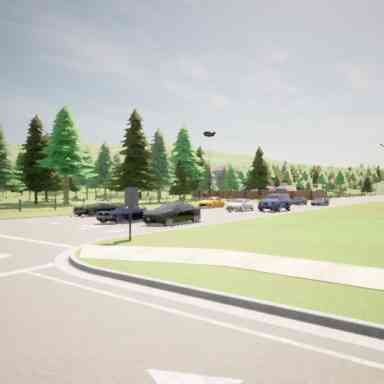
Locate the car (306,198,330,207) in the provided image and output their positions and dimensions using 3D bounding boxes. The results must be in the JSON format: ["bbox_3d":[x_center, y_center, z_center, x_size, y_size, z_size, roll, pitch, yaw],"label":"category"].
[{"bbox_3d":[20.312,1.610,52.456,2.033,1.411,5.357,0,0,36],"label":"car"}]

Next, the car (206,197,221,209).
[{"bbox_3d":[2.897,1.468,46.632,1.882,1.535,5.008,0,0,36],"label":"car"}]

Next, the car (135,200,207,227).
[{"bbox_3d":[-1.295,1.472,23.194,1.882,1.535,5.008,0,0,36],"label":"car"}]

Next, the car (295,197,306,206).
[{"bbox_3d":[17.489,1.533,54.525,1.837,1.490,4.892,0,0,36],"label":"car"}]

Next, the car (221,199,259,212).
[{"bbox_3d":[5.603,1.519,38.478,1.812,1.442,4.674,0,0,36],"label":"car"}]

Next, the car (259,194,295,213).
[{"bbox_3d":[9.458,1.215,37.837,2.150,2.045,5.566,0,0,36],"label":"car"}]

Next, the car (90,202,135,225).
[{"bbox_3d":[-4.727,1.594,24.432,1.895,1.301,4.718,0,0,36],"label":"car"}]

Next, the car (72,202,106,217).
[{"bbox_3d":[-8.633,1.592,30.941,1.895,1.301,4.718,0,0,36],"label":"car"}]
